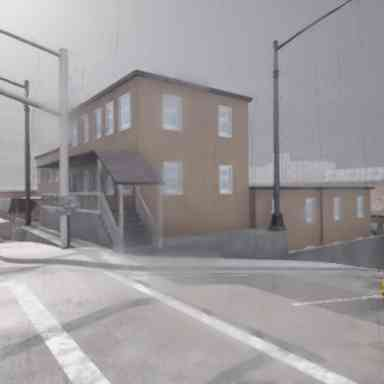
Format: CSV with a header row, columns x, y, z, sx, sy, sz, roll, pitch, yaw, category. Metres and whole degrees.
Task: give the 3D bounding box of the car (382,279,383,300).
x,y,z,sx,sy,sz,roll,pitch,yaw,category
7.172,2.507,9.142,5.008,1.535,1.882,10,-6,-34,car
